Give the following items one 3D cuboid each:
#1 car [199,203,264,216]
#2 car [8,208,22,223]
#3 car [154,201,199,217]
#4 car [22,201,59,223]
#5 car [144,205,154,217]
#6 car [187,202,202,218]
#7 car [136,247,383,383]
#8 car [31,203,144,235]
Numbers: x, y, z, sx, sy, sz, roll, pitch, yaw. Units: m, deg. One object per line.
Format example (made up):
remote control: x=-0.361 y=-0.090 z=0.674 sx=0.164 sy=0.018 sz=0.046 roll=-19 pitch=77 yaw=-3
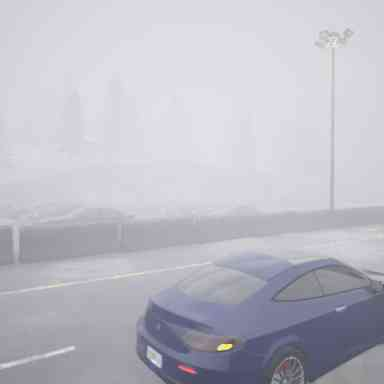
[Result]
car: x=3.079 y=1.577 z=23.256 sx=4.674 sy=1.442 sz=1.812 roll=0 pitch=0 yaw=-35
car: x=-11.417 y=1.496 z=25.819 sx=5.008 sy=1.535 sz=1.882 roll=0 pitch=0 yaw=-35
car: x=-0.468 y=1.538 z=29.324 sx=4.902 sy=1.511 sz=2.128 roll=0 pitch=0 yaw=-35
car: x=-8.859 y=1.516 z=23.344 sx=4.902 sy=1.511 sz=2.128 roll=0 pitch=0 yaw=-35
car: x=-3.044 y=1.644 z=31.786 sx=4.718 sy=1.301 sz=1.895 roll=0 pitch=0 yaw=-35
car: x=2.292 y=1.649 z=26.994 sx=4.718 sy=1.301 sz=1.895 roll=0 pitch=0 yaw=-35
car: x=1.485 y=1.553 z=4.805 sx=4.674 sy=1.442 sz=1.812 roll=0 pitch=0 yaw=-35
car: x=-5.301 y=1.504 z=17.284 sx=5.008 sy=1.535 sz=1.882 roll=0 pitch=0 yaw=-35
